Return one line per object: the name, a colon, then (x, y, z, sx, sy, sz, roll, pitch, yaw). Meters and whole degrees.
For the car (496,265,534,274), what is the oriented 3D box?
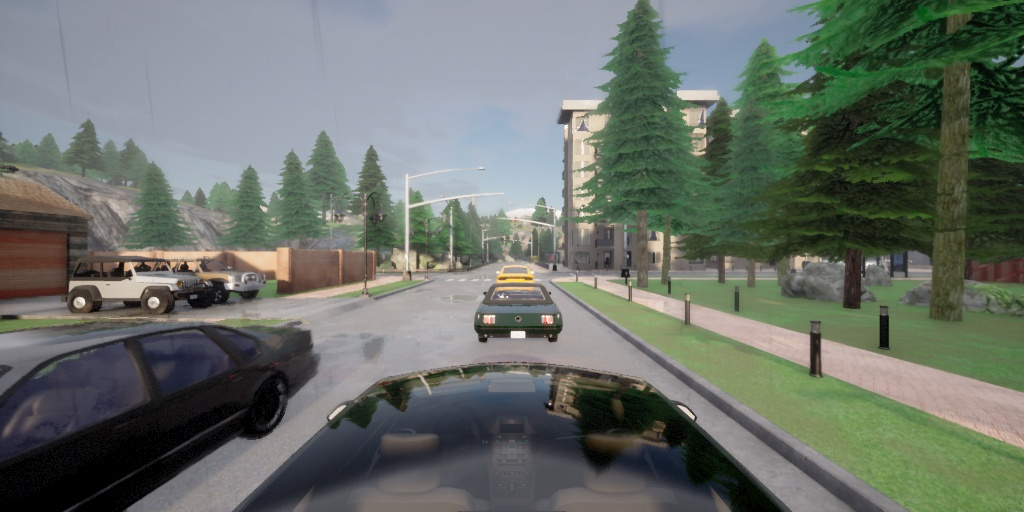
car: (0.175, 1.228, 19.022, 1.882, 1.535, 5.008, 0, 0, 0)

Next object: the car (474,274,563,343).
car: (0.146, 1.351, 9.683, 1.895, 1.301, 4.718, 0, 0, 0)

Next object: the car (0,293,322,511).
car: (-3.603, 1.297, 2.692, 2.033, 1.411, 5.357, 0, 0, 0)
